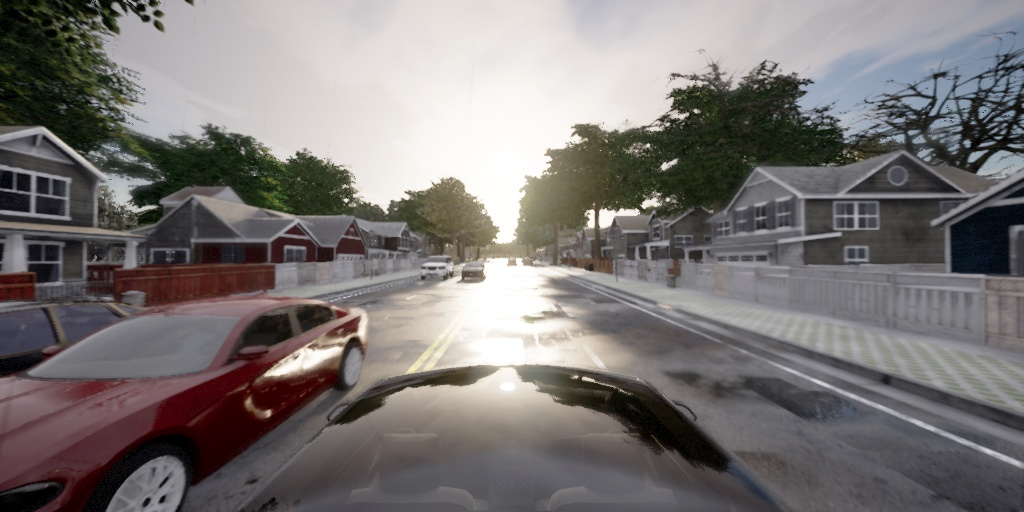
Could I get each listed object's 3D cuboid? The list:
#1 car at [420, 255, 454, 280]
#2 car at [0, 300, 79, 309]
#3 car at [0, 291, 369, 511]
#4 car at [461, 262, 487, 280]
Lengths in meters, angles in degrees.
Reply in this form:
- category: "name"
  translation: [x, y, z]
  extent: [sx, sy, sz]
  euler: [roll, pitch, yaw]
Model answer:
- category: "car"
  translation: [-6.498, 0.965, 31.800]
  extent: [2.150, 2.045, 5.566]
  euler: [0, 0, 0]
- category: "car"
  translation: [-6.593, 1.307, 4.489]
  extent: [2.033, 1.411, 5.357]
  euler: [0, 0, 0]
- category: "car"
  translation: [-3.344, 1.235, 4.012]
  extent: [1.882, 1.535, 5.008]
  euler: [0, 0, 0]
- category: "car"
  translation: [-3.253, 1.237, 31.263]
  extent: [1.882, 1.535, 5.008]
  euler: [0, 0, 0]
